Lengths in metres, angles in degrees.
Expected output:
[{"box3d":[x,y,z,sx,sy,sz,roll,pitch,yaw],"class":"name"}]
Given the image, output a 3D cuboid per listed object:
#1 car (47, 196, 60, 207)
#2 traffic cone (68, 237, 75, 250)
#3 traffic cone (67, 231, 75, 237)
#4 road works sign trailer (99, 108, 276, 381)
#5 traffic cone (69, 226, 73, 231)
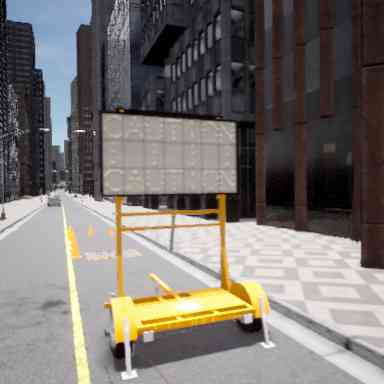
[{"box3d":[-24.900,1.708,59.795,2.097,1.767,4.553,-1,0,-21],"class":"car"},{"box3d":[-4.103,2.009,11.716,0.340,0.580,0.340,-1,0,-21],"class":"traffic cone"},{"box3d":[-4.836,2.019,13.577,0.340,0.580,0.340,-1,0,-21],"class":"traffic cone"},{"box3d":[-0.366,0.461,5.701,2.380,3.560,2.880,-1,0,-22],"class":"road works sign trailer"},{"box3d":[-5.569,2.030,15.438,0.340,0.580,0.340,-1,0,-21],"class":"traffic cone"}]
